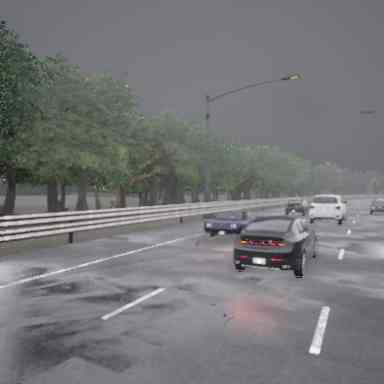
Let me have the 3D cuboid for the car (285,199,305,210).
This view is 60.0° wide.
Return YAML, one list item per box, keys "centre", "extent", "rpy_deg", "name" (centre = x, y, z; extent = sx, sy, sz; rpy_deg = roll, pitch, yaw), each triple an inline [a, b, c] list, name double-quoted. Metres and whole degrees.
- centre: [10.476, 1.505, 32.628]
  extent: [1.837, 1.490, 4.892]
  rpy_deg: [0, 0, 29]
  name: "car"

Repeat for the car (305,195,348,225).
- centre: [10.177, 1.221, 24.727]
  extent: [2.150, 2.045, 5.566]
  rpy_deg: [0, 0, 28]
  name: "car"

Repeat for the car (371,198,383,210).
- centre: [24.338, 1.537, 43.184]
  extent: [1.812, 1.442, 4.674]
  rpy_deg: [0, 0, 31]
  name: "car"

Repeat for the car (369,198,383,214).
- centre: [19.289, 1.552, 34.138]
  extent: [2.033, 1.411, 5.357]
  rpy_deg: [0, 0, 29]
  name: "car"

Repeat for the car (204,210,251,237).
- centre: [2.400, 1.600, 17.443]
  extent: [1.895, 1.301, 4.718]
  rpy_deg: [0, 0, 27]
  name: "car"

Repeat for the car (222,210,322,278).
- centre: [2.752, 1.501, 10.400]
  extent: [1.837, 1.490, 4.892]
  rpy_deg: [0, -1, 27]
  name: "car"
